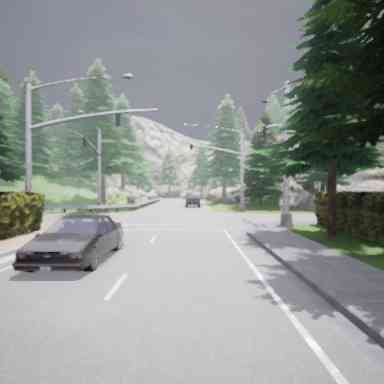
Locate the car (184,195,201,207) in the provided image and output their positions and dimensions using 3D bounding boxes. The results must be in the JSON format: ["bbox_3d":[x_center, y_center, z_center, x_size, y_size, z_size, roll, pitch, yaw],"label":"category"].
[{"bbox_3d":[0.114,1.144,43.054,1.837,1.490,4.892,0,1,0],"label":"car"}]

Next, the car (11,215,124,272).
[{"bbox_3d":[-3.526,1.457,10.711,2.033,1.411,5.357,0,0,1],"label":"car"}]
